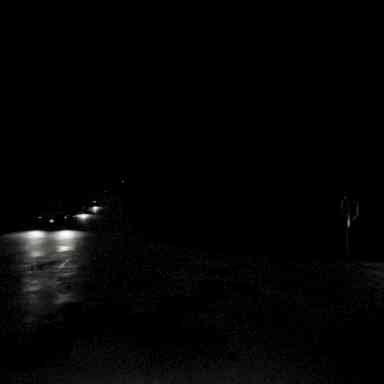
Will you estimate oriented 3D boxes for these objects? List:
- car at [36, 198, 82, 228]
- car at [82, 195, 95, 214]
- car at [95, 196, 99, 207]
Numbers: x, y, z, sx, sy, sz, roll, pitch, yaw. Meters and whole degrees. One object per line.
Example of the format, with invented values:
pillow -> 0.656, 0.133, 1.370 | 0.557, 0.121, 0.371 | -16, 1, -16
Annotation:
car -> -8.163, 1.317, 20.464 | 1.837, 1.490, 4.892 | 1, 0, -13
car -> -10.835, 1.314, 32.110 | 2.033, 1.411, 5.357 | 1, 0, -13
car -> -14.171, 1.240, 46.790 | 1.837, 1.490, 4.892 | 1, 0, -13
